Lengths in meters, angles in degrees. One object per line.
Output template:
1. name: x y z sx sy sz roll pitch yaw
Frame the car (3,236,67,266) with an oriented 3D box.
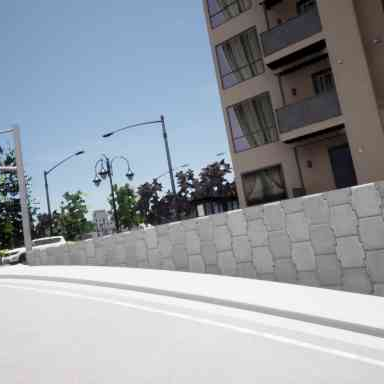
1. car: -14.075 5.316 30.304 2.150 2.045 5.566 -14 -8 35
